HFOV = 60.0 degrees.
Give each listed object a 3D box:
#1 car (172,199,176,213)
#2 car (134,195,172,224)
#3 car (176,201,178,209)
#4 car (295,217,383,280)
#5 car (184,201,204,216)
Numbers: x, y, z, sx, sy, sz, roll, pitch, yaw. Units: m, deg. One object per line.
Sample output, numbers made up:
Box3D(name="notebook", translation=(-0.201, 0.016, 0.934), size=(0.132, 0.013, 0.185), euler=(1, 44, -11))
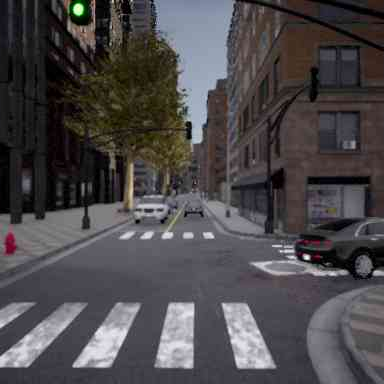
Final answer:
Box3D(name="car", translation=(-3.020, 1.673, 35.804), size=(1.895, 1.301, 4.718), euler=(0, 0, 0))
Box3D(name="car", translation=(-3.032, 1.274, 25.931), size=(2.150, 2.045, 5.566), euler=(0, 0, 0))
Box3D(name="car", translation=(-2.931, 1.656, 45.881), size=(1.994, 1.385, 4.181), euler=(0, 0, 1))
Box3D(name="car", translation=(5.426, 1.520, 9.831), size=(4.892, 1.490, 1.837), euler=(0, -4, -18))
Box3D(name="car", translation=(0.165, 1.614, 32.917), size=(2.033, 1.411, 5.357), euler=(0, 0, 0))
